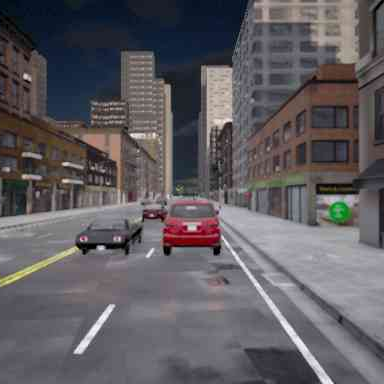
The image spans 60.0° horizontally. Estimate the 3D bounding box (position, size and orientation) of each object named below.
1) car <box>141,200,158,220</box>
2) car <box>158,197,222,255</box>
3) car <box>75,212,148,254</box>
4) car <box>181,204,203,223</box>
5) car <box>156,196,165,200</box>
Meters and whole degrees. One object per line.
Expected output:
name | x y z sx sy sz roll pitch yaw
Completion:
car | -3.248 1.759 29.476 1.882 1.535 5.008 0 0 0
car | 0.000 1.351 14.015 2.150 2.045 5.566 0 0 0
car | -3.249 1.736 14.107 1.895 1.301 4.718 0 -1 0
car | 0.001 1.806 29.378 1.812 1.442 4.674 0 0 0
car | -6.503 1.946 70.939 2.150 2.045 5.566 0 -1 0
